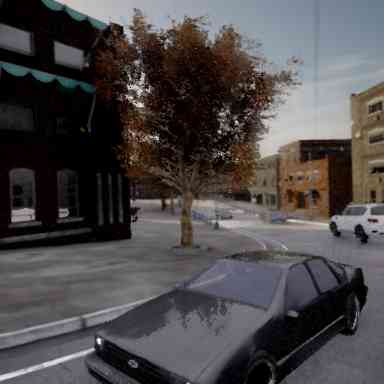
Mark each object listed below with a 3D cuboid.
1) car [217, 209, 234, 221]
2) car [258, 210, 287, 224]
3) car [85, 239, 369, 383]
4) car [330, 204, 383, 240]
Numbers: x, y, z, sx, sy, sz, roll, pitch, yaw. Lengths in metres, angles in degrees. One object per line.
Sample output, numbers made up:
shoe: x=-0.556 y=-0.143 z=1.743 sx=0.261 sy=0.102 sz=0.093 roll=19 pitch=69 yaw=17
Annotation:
car: x=4.501 y=3.140 z=46.474 sx=1.837 sy=1.490 sz=4.892 roll=-2 pitch=-1 yaw=-5
car: x=8.976 y=2.735 z=37.317 sx=2.033 sy=1.411 sz=5.357 roll=-2 pitch=-2 yaw=-5
car: x=1.162 y=1.682 z=5.221 sx=2.033 sy=1.411 sz=5.357 roll=-1 pitch=-2 yaw=43
car: x=10.175 y=1.730 z=19.684 sx=2.150 sy=2.045 sz=5.566 roll=-2 pitch=-2 yaw=0
